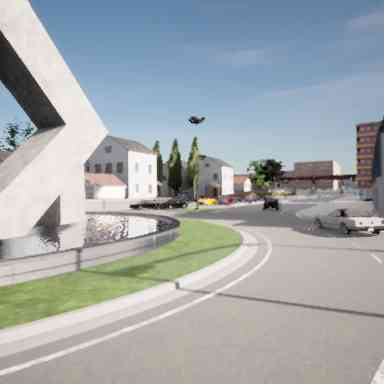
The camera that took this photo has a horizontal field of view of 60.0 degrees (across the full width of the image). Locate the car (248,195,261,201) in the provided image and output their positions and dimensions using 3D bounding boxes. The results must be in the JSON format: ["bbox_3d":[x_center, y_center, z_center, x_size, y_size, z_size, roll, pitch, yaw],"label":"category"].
[{"bbox_3d":[16.635,1.648,88.232,1.837,1.490,4.892,-1,0,28],"label":"car"}]

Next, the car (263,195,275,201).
[{"bbox_3d":[20.220,1.580,87.534,1.882,1.535,5.008,-1,0,28],"label":"car"}]

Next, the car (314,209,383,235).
[{"bbox_3d":[8.623,1.568,18.571,1.895,1.301,4.718,-1,0,-5],"label":"car"}]

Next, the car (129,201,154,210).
[{"bbox_3d":[-6.686,1.908,47.965,1.895,1.301,4.718,-1,0,43],"label":"car"}]

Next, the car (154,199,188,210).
[{"bbox_3d":[-2.606,1.755,47.387,1.837,1.490,4.892,-1,-1,39],"label":"car"}]

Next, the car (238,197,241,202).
[{"bbox_3d":[9.720,1.752,75.037,1.994,1.385,4.181,-1,0,28],"label":"car"}]

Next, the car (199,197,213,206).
[{"bbox_3d":[2.800,1.715,61.937,1.882,1.535,5.008,-1,0,29],"label":"car"}]

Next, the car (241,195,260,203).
[{"bbox_3d":[13.066,1.673,73.881,1.812,1.442,4.674,-1,0,28],"label":"car"}]

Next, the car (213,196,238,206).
[{"bbox_3d":[6.131,1.539,60.758,2.097,1.767,4.553,-1,0,28],"label":"car"}]

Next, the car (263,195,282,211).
[{"bbox_3d":[10.231,1.553,42.081,1.837,1.490,4.892,-1,0,21],"label":"car"}]
